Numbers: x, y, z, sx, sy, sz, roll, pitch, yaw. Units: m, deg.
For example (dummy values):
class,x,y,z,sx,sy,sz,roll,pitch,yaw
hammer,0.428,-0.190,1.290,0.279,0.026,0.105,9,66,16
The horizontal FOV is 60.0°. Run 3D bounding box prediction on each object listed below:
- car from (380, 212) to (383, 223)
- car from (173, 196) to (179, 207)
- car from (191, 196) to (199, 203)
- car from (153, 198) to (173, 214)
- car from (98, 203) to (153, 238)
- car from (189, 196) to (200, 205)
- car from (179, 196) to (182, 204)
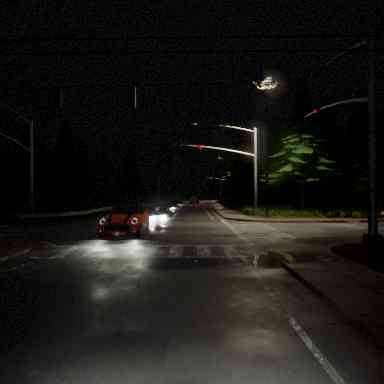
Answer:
class,x,y,z,sx,sy,sz,roll,pitch,yaw
car,15.168,1.484,22.040,5.008,1.535,1.882,0,0,1
car,-3.502,1.717,52.561,1.994,1.385,4.181,0,0,1
car,0.718,1.630,75.688,1.837,1.490,4.892,0,0,2
car,-3.573,1.606,36.771,2.128,1.511,4.902,0,0,0
car,-3.594,1.430,18.176,2.097,1.767,4.553,0,0,0
car,0.387,1.690,65.381,1.812,1.442,4.674,0,0,2
car,-3.114,1.538,67.497,2.097,1.767,4.553,0,0,2
